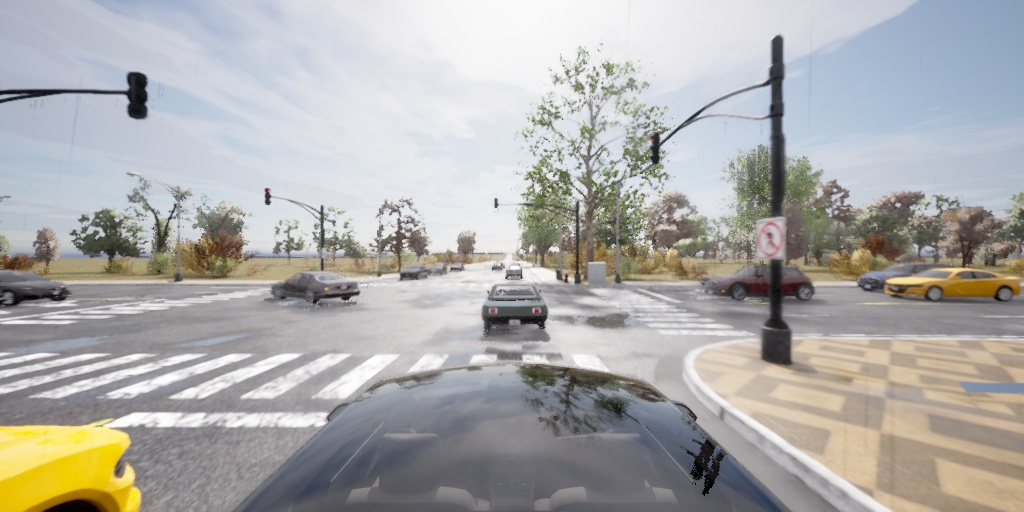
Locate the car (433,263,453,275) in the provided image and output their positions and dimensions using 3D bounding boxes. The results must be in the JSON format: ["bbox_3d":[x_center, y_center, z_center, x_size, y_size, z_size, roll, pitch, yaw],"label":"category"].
[{"bbox_3d":[-9.541,1.695,46.456,2.128,1.511,4.902,0,-1,1],"label":"car"}]

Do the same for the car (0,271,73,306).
[{"bbox_3d":[-23.446,1.460,16.642,4.892,1.490,1.837,0,0,3],"label":"car"}]

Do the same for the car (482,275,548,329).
[{"bbox_3d":[0.066,1.536,12.194,1.895,1.301,4.718,0,0,0],"label":"car"}]

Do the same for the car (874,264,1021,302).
[{"bbox_3d":[21.297,1.342,17.488,5.008,1.535,1.882,0,0,3],"label":"car"}]

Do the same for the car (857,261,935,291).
[{"bbox_3d":[22.849,1.200,20.666,4.553,1.767,2.097,0,0,3],"label":"car"}]

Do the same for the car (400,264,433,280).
[{"bbox_3d":[-9.729,1.580,36.055,1.882,1.535,5.008,0,-1,2],"label":"car"}]

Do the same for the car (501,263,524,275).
[{"bbox_3d":[0.245,1.678,38.751,2.033,1.411,5.357,0,-1,1],"label":"car"}]

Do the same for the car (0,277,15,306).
[{"bbox_3d":[-22.133,1.569,13.328,4.718,1.301,1.895,0,0,3],"label":"car"}]

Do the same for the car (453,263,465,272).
[{"bbox_3d":[-9.231,1.888,60.872,2.033,1.411,5.357,0,-1,2],"label":"car"}]

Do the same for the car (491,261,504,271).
[{"bbox_3d":[-2.665,1.921,64.229,2.033,1.411,5.357,0,-1,1],"label":"car"}]

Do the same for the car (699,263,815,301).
[{"bbox_3d":[12.195,1.232,17.920,4.553,1.767,2.097,0,0,3],"label":"car"}]

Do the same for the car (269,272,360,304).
[{"bbox_3d":[-9.748,1.476,17.622,5.357,1.411,2.033,0,0,33],"label":"car"}]
